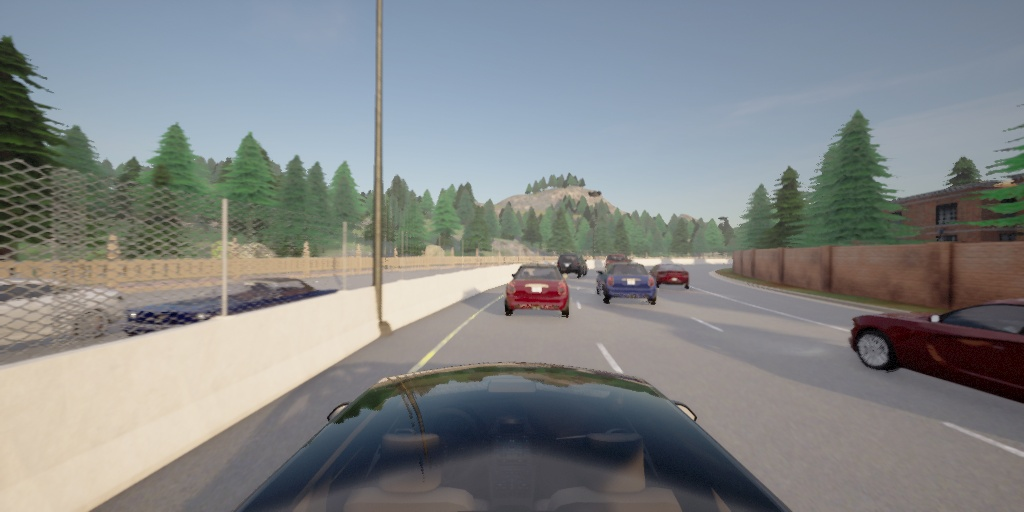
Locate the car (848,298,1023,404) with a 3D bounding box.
[{"bbox_3d":[7.256,1.276,4.704,1.882,1.535,5.008,0,0,2],"label":"car"}]

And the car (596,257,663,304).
[{"bbox_3d":[5.038,1.067,16.336,2.097,1.767,4.553,1,0,8],"label":"car"}]

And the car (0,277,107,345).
[{"bbox_3d":[-10.323,1.157,6.784,1.812,1.442,4.674,0,0,3],"label":"car"}]

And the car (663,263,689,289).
[{"bbox_3d":[10.025,1.201,23.203,1.882,1.535,5.008,0,0,14],"label":"car"}]

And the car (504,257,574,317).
[{"bbox_3d":[0.998,1.049,13.224,2.097,1.767,4.553,1,0,6],"label":"car"}]

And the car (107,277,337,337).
[{"bbox_3d":[-6.656,1.252,9.221,1.895,1.301,4.718,1,0,5],"label":"car"}]

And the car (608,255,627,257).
[{"bbox_3d":[10.805,0.880,36.516,2.150,2.045,5.566,0,0,23],"label":"car"}]

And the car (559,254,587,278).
[{"bbox_3d":[5.413,0.856,32.208,2.150,2.045,5.566,0,0,19],"label":"car"}]
